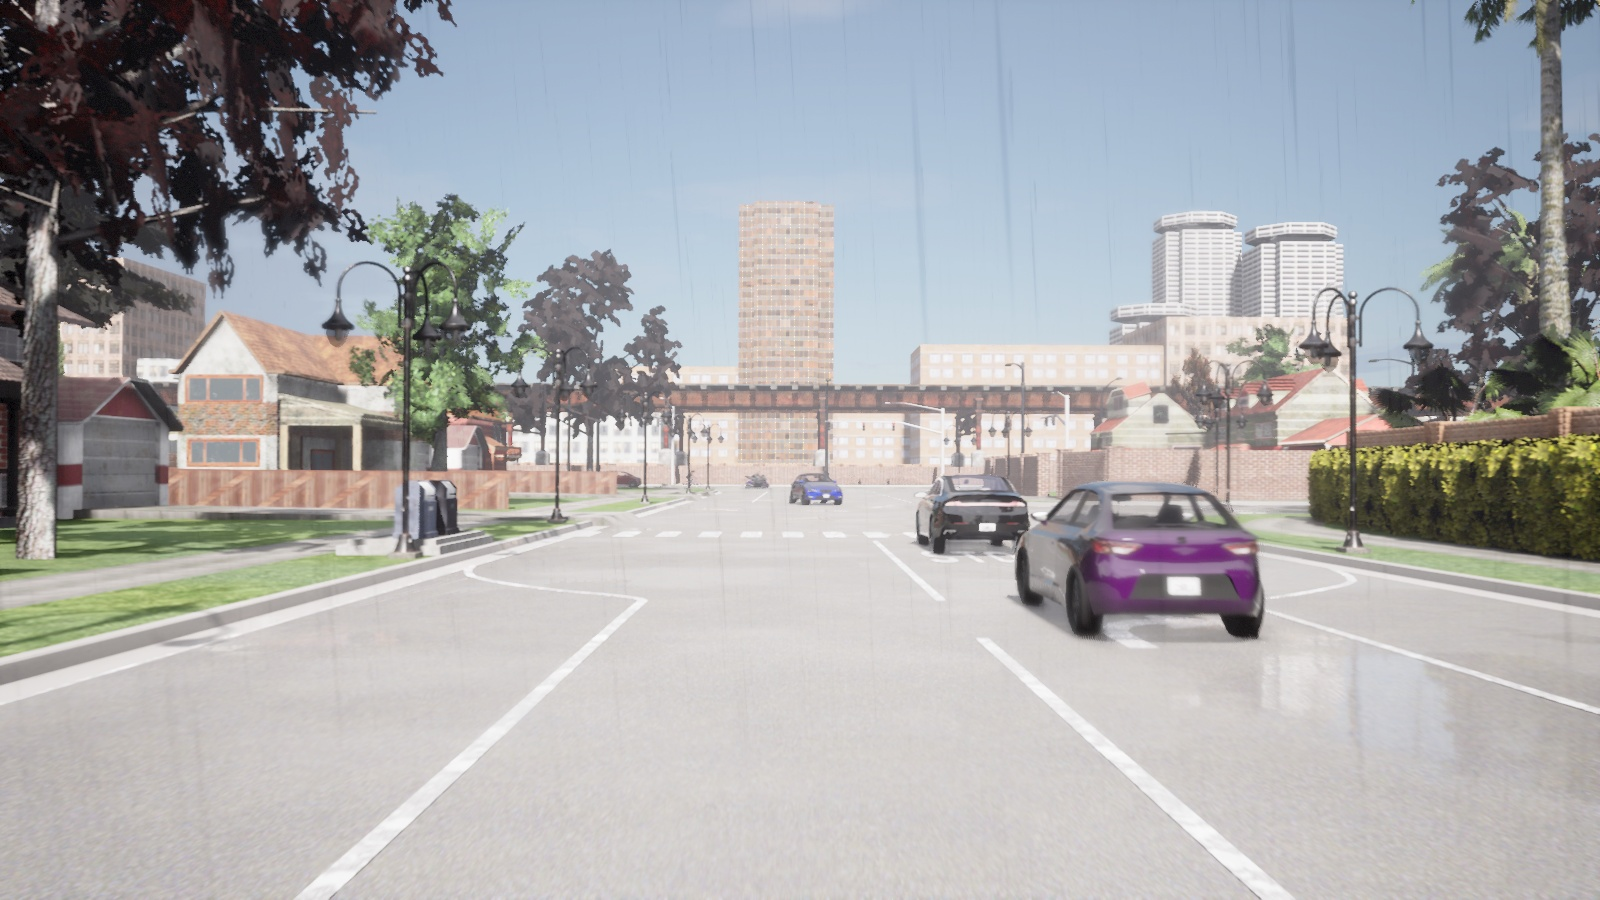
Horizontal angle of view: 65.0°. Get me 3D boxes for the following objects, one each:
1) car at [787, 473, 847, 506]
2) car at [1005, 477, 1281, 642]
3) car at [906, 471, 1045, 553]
[{"bbox_3d":[0.758,1.803,58.435,1.816,1.474,4.193,0,-1,-13],"label":"car"},{"bbox_3d":[3.466,1.041,13.540,1.816,1.474,4.193,0,-1,0],"label":"car"},{"bbox_3d":[3.437,1.184,25.553,2.128,1.511,4.902,0,-1,0],"label":"car"}]
